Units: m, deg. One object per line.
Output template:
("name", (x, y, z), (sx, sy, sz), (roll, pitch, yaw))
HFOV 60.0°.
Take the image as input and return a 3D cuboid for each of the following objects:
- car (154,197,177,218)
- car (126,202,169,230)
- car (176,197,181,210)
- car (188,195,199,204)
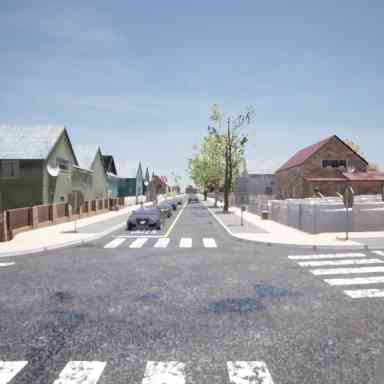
("car", (-2.760, 1.500, 30.286), (2.128, 1.511, 4.902), (0, 0, 0))
("car", (-2.808, 1.570, 21.105), (1.994, 1.385, 4.181), (0, 0, 1))
("car", (-2.727, 1.610, 40.138), (1.895, 1.301, 4.718), (0, 0, 0))
("car", (0.282, 1.356, 65.447), (2.097, 1.767, 4.553), (0, 0, 1))
